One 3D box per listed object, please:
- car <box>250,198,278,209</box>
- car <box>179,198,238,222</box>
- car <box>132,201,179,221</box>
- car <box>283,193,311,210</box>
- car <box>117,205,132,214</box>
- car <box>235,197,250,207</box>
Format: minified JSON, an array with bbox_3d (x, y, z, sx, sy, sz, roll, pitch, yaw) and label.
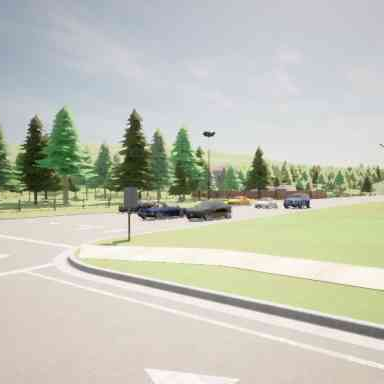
[{"bbox_3d":[9.947,1.525,44.509,1.812,1.442,4.674,0,0,36],"label":"car"},{"bbox_3d":[1.454,1.477,27.036,1.882,1.535,5.008,0,0,36],"label":"car"},{"bbox_3d":[-2.374,1.601,27.733,1.895,1.301,4.718,0,0,36],"label":"car"},{"bbox_3d":[13.991,1.220,44.111,2.150,2.045,5.566,0,0,36],"label":"car"},{"bbox_3d":[-5.597,1.601,35.175,1.895,1.301,4.718,0,0,36],"label":"car"},{"bbox_3d":[7.563,1.477,53.067,1.882,1.535,5.008,0,0,37],"label":"car"}]
